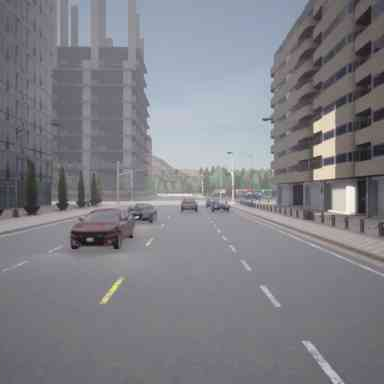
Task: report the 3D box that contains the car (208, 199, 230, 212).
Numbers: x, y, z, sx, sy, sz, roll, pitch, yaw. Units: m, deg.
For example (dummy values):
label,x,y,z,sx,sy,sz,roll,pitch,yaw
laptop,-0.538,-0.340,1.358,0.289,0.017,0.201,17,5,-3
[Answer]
label,x,y,z,sx,sy,sz,roll,pitch,yaw
car,3.154,1.601,38.038,1.895,1.301,4.718,0,0,0

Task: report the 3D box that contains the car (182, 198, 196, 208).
label,x,y,z,sx,sy,sz,roll,pitch,yaw
car,-0.458,1.547,48.150,2.033,1.411,5.357,0,0,-1

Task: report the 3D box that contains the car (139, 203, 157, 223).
label,x,y,z,sx,sy,sz,roll,pitch,yaw
car,-3.778,1.564,25.091,1.994,1.385,4.181,0,0,1

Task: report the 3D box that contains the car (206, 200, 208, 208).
label,x,y,z,sx,sy,sz,roll,pitch,yaw
car,2.980,1.601,48.051,1.895,1.301,4.718,0,0,-1

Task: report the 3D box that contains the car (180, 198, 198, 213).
label,x,y,z,sx,sy,sz,roll,pitch,yaw
car,-0.313,1.491,37.770,2.128,1.511,4.902,0,0,-1

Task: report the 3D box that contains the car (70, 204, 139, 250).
label,x,y,z,sx,sy,sz,roll,pitch,yaw
car,-3.746,1.478,14.616,1.882,1.535,5.008,0,0,-1
